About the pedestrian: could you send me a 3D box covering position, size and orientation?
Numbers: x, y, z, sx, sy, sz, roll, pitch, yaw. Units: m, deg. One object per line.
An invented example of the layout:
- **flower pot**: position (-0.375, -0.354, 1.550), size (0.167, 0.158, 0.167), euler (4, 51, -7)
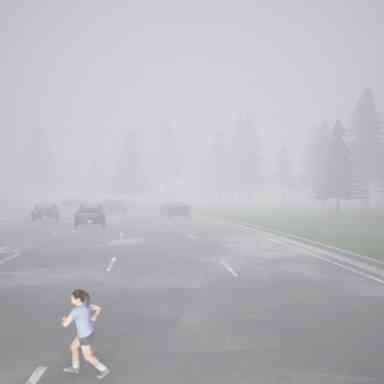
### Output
- **pedestrian**: position (-1.304, 1.674, 4.041), size (0.500, 1.100, 0.500), euler (0, 0, -4)

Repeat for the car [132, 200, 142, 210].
- **car**: position (-8.175, 1.601, 41.947), size (1.895, 1.301, 4.718), euler (0, 0, -37)

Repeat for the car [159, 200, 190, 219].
- **car**: position (-1.625, 1.478, 29.560), size (1.882, 1.535, 5.008), euler (0, 0, -18)

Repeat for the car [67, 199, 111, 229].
- **car**: position (-6.629, 1.492, 21.826), size (2.128, 1.511, 4.902), euler (0, 0, -15)

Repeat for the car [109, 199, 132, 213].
- **car**: position (-8.687, 1.492, 36.320), size (2.128, 1.511, 4.902), euler (0, 0, -30)

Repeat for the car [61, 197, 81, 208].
- **car**: position (-16.397, 1.478, 45.783), size (5.008, 1.535, 1.882), euler (0, 0, 43)

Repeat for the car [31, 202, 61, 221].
- **car**: position (-11.942, 1.601, 27.213), size (1.895, 1.301, 4.718), euler (0, 0, -21)
